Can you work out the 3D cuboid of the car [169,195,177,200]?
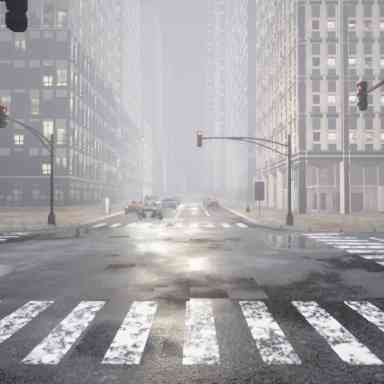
[{"bbox_3d":[-5.428,1.605,95.167,1.947,1.339,4.313,1,0,0],"label":"car"}]

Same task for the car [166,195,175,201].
[{"bbox_3d":[-5.456,1.578,84.016,1.887,1.381,4.507,1,0,0],"label":"car"}]

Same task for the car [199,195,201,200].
[{"bbox_3d":[2.865,1.590,61.763,1.947,1.339,4.313,1,0,0],"label":"car"}]

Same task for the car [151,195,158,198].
[{"bbox_3d":[-5.554,1.332,44.991,2.192,1.841,5.009,1,0,0],"label":"car"}]

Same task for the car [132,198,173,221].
[{"bbox_3d":[-3.141,1.502,27.501,2.128,1.511,4.902,0,0,3],"label":"car"}]

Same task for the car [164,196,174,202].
[{"bbox_3d":[-5.471,1.582,78.441,2.008,1.369,4.403,1,0,0],"label":"car"}]

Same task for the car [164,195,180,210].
[{"bbox_3d":[-2.978,1.494,44.046,1.882,1.535,5.008,0,0,0],"label":"car"}]

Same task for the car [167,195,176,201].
[{"bbox_3d":[-5.442,1.587,89.592,2.008,1.369,4.403,1,0,0],"label":"car"}]

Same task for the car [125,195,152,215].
[{"bbox_3d":[-5.585,1.453,33.840,1.967,1.590,4.097,1,0,0],"label":"car"}]

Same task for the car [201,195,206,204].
[{"bbox_3d":[2.852,1.547,56.356,1.752,1.417,4.829,1,0,0],"label":"car"}]

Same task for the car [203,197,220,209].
[{"bbox_3d":[2.821,1.599,45.030,1.802,1.307,4.206,1,0,0],"label":"car"}]

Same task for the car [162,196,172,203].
[{"bbox_3d":[-5.485,1.573,72.866,1.887,1.381,4.507,1,0,0],"label":"car"}]
